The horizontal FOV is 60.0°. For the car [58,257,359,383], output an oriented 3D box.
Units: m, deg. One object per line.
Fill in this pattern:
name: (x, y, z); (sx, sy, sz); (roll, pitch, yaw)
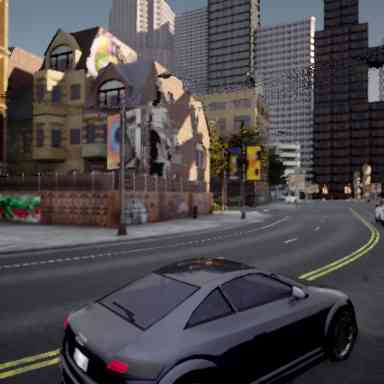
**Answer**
car: (0.472, 1.620, 4.505); (4.181, 1.385, 1.994); (1, -1, -39)

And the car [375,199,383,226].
car: (16.113, 1.599, 26.631); (2.150, 2.045, 5.566); (0, -1, 24)
